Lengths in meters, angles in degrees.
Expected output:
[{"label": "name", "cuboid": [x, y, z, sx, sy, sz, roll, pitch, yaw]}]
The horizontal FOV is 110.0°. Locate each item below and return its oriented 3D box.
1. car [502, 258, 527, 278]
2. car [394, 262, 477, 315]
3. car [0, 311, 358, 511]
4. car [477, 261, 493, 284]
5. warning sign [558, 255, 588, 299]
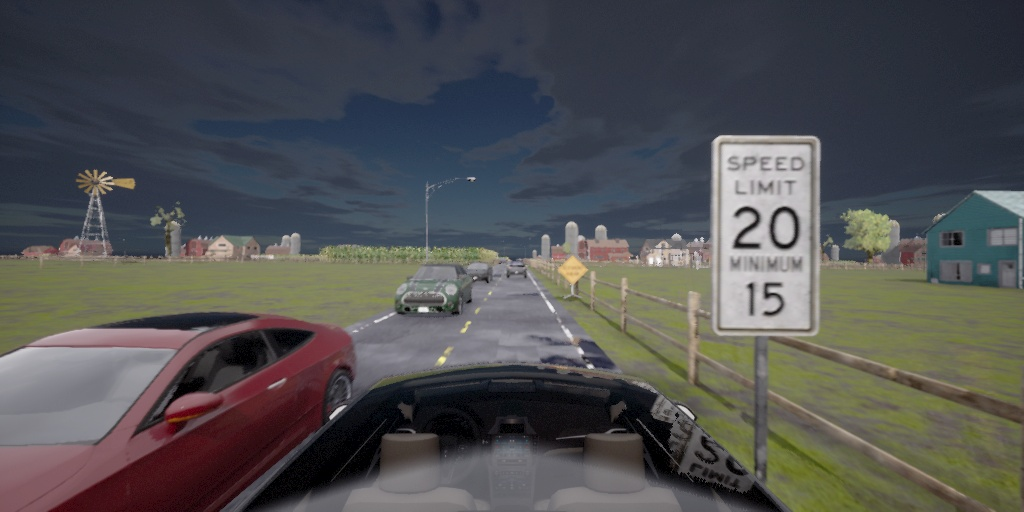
[{"label": "car", "cuboid": [0.464, 1.241, 33.636, 2.128, 1.511, 4.902, 1, 0, 1]}, {"label": "car", "cuboid": [-2.708, 1.066, 13.329, 2.097, 1.767, 4.553, 1, 0, 1]}, {"label": "car", "cuboid": [-2.856, 1.247, 2.774, 1.812, 1.442, 4.674, 1, 0, 1]}, {"label": "car", "cuboid": [-2.503, 1.194, 27.288, 1.882, 1.535, 5.008, 1, 1, 1]}, {"label": "warning sign", "cuboid": [2.612, 0.881, 15.508, 1.300, 1.860, 1.060, 0, 0, 1]}]
